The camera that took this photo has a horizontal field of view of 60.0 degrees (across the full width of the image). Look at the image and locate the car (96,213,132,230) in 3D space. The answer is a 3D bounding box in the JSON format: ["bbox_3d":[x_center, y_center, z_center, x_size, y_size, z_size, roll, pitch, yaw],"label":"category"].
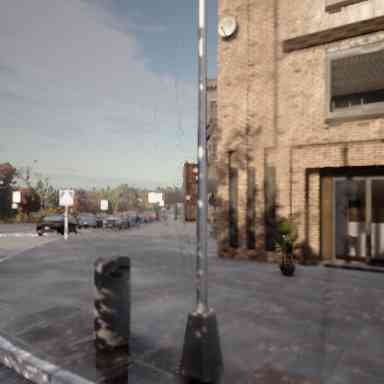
[{"bbox_3d":[-7.535,3.024,32.659,2.002,1.452,4.674,2,-4,-2],"label":"car"}]

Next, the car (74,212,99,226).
[{"bbox_3d":[-14.469,3.704,45.885,2.097,1.767,4.553,0,-4,-2],"label":"car"}]

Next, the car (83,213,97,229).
[{"bbox_3d":[-10.890,3.274,35.902,1.994,1.385,4.181,0,-4,-2],"label":"car"}]

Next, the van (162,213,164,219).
[{"bbox_3d":[-9.739,6.689,93.468,1.878,1.987,4.442,0,-4,-2],"label":"van"}]

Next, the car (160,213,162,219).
[{"bbox_3d":[-9.336,5.937,82.237,2.435,2.045,5.566,0,-4,-2],"label":"car"}]

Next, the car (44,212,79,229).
[{"bbox_3d":[-14.120,3.084,36.300,2.097,1.767,4.553,0,-4,-2],"label":"car"}]

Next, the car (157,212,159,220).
[{"bbox_3d":[-8.942,5.482,71.291,2.231,1.521,4.892,0,-4,-2],"label":"car"}]

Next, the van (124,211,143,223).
[{"bbox_3d":[-7.952,3.475,43.753,1.878,1.987,4.442,0,-4,-2],"label":"van"}]

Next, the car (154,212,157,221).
[{"bbox_3d":[-8.743,4.998,65.764,2.185,1.767,4.553,0,-4,-2],"label":"car"}]

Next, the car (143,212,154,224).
[{"bbox_3d":[-8.546,4.642,60.254,2.185,1.767,4.553,0,-4,-2],"label":"car"}]

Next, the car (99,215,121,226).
[{"bbox_3d":[-11.247,3.920,45.884,1.994,1.385,4.181,0,-4,-2],"label":"car"}]

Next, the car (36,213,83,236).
[{"bbox_3d":[-10.268,2.524,25.659,1.882,1.535,5.008,0,-4,-4],"label":"car"}]

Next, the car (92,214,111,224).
[{"bbox_3d":[-14.828,4.433,54.793,1.837,1.490,4.892,0,-4,-2],"label":"car"}]

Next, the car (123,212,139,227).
[{"bbox_3d":[-7.749,3.368,38.140,2.163,1.488,4.792,0,-4,-2],"label":"car"}]
